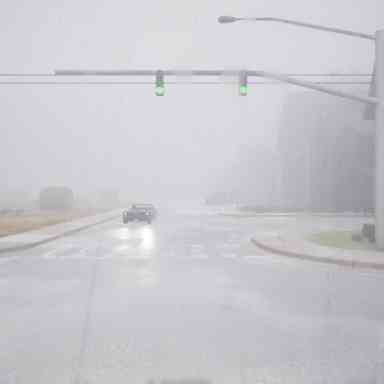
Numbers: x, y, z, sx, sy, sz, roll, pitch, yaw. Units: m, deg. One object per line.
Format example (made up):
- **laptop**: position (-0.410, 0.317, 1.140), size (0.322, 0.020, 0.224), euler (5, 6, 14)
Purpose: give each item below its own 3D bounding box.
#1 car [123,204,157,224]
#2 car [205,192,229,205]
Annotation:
- **car**: position (-3.688, 1.521, 24.067), size (1.895, 1.301, 4.718), euler (0, 0, 0)
- **car**: position (3.926, 0.988, 52.685), size (1.905, 1.878, 3.866), euler (-8, 4, -42)
